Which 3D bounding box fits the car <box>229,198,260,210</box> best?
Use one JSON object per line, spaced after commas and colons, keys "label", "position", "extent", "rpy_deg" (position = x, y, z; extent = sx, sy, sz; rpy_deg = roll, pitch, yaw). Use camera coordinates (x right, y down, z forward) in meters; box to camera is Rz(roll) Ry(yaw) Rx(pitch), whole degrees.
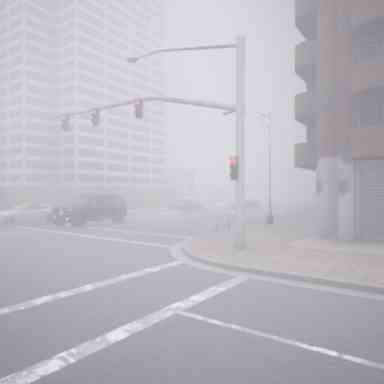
{"label": "car", "position": [6.651, 1.485, 41.452], "extent": [2.033, 1.411, 5.357], "rpy_deg": [0, 0, 36]}

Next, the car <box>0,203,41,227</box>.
{"label": "car", "position": [-11.067, 1.454, 22.395], "extent": [1.812, 1.442, 4.674], "rpy_deg": [0, 0, 35]}

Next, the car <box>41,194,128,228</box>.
{"label": "car", "position": [-6.749, 1.161, 22.284], "extent": [2.150, 2.045, 5.566], "rpy_deg": [0, 0, 33]}

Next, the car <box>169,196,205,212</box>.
{"label": "car", "position": [-0.632, 1.452, 37.224], "extent": [1.812, 1.442, 4.674], "rpy_deg": [0, 0, 35]}
